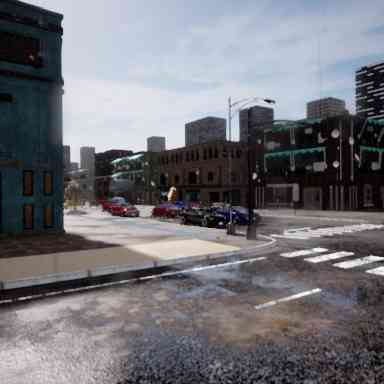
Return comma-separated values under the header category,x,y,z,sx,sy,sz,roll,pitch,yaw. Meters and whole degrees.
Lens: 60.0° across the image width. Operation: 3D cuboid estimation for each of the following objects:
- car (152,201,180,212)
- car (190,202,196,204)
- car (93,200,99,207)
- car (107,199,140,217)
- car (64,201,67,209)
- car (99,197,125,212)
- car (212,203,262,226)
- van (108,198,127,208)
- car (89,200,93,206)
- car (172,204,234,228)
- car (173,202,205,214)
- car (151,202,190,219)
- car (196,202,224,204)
category,x,y,z,sx,sy,sz,roll,pitch,yaw
car,-3.607,1.960,45.330,1.802,1.307,4.206,-2,0,-35
car,-1.901,1.857,38.493,1.812,1.442,4.674,-1,0,-35
car,-16.442,1.934,63.375,2.192,1.841,5.009,-1,0,-35
car,-7.233,1.843,35.962,1.967,1.590,4.097,-2,0,-35
car,-23.167,2.229,58.380,1.752,1.417,4.829,-1,0,-35
car,-10.368,1.830,44.890,2.097,1.767,4.553,-1,0,-35
car,3.333,1.773,25.584,1.994,1.385,4.181,-1,0,-36
van,-13.234,1.901,58.864,1.690,1.788,3.998,-1,0,-35
car,-19.643,2.222,67.887,1.887,1.381,4.507,-1,0,-35
car,0.711,1.811,24.581,1.947,1.339,4.313,-2,0,-35
car,-0.401,1.898,40.819,1.802,1.307,4.206,-2,0,-35
car,-2.432,1.887,33.696,1.994,1.385,4.181,-1,0,-36
car,2.806,1.804,36.307,2.008,1.369,4.403,-2,0,-35
